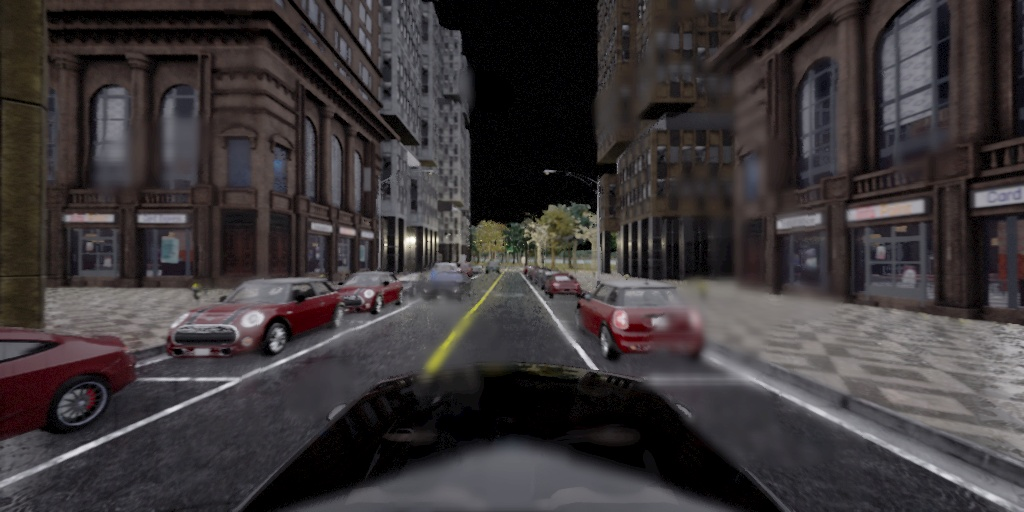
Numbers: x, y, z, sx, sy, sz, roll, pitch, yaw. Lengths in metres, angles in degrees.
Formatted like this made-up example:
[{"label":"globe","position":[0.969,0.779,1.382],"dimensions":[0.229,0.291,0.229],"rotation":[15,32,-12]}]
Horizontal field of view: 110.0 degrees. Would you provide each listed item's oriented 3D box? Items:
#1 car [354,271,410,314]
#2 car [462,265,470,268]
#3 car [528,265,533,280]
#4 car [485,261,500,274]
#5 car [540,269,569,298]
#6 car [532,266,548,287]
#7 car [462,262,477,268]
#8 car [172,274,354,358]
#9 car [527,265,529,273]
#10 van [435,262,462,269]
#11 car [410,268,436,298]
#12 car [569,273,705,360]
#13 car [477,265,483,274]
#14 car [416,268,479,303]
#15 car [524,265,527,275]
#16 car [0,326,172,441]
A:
[{"label":"car","position":[-5.763,1.361,14.326],"dimensions":[1.967,1.591,4.097],"rotation":[0,0,0]},{"label":"car","position":[-5.763,1.836,37.000],"dimensions":[1.802,1.307,4.207],"rotation":[0,0,0]},{"label":"car","position":[2.762,1.719,31.302],"dimensions":[2.007,1.370,4.403],"rotation":[0,0,0]},{"label":"car","position":[-3.060,1.812,57.165],"dimensions":[2.150,2.045,5.566],"rotation":[0,-1,1]},{"label":"car","position":[2.762,1.585,19.965],"dimensions":[1.802,1.307,4.207],"rotation":[0,0,0]},{"label":"car","position":[2.762,1.636,25.634],"dimensions":[2.007,1.370,4.403],"rotation":[0,0,0]},{"label":"car","position":[-5.763,1.658,42.667],"dimensions":[2.192,1.841,5.009],"rotation":[0,0,0]},{"label":"car","position":[-5.763,1.282,8.657],"dimensions":[1.967,1.591,4.097],"rotation":[0,0,0]},{"label":"car","position":[2.762,1.836,36.969],"dimensions":[1.802,1.307,4.207],"rotation":[0,0,0]},{"label":"van","position":[-5.763,1.509,31.332],"dimensions":[1.690,1.789,3.998],"rotation":[0,0,0]},{"label":"car","position":[-5.763,1.554,19.995],"dimensions":[2.007,1.370,4.403],"rotation":[0,0,0]},{"label":"car","position":[2.763,1.282,8.627],"dimensions":[1.967,1.591,4.097],"rotation":[0,0,0]},{"label":"car","position":[-5.763,2.101,54.004],"dimensions":[1.948,1.339,4.313],"rotation":[0,0,0]},{"label":"car","position":[-3.100,1.529,18.513],"dimensions":[2.033,1.411,5.357],"rotation":[0,-1,0]},{"label":"car","position":[2.762,1.894,42.637],"dimensions":[2.007,1.370,4.403],"rotation":[0,0,0]},{"label":"car","position":[-5.763,1.348,2.991],"dimensions":[1.802,1.307,4.207],"rotation":[0,0,0]}]
